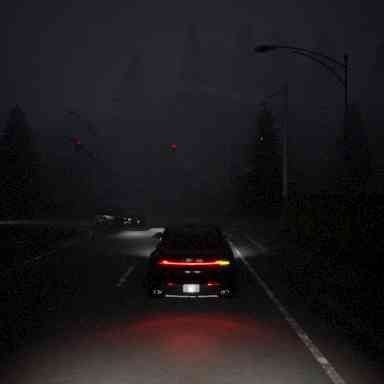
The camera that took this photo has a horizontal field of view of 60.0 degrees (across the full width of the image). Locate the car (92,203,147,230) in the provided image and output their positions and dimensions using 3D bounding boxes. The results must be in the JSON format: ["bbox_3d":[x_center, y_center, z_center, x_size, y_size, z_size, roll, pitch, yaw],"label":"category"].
[{"bbox_3d":[-4.725,1.507,21.342,1.837,1.490,4.892,5,-3,-42],"label":"car"}]

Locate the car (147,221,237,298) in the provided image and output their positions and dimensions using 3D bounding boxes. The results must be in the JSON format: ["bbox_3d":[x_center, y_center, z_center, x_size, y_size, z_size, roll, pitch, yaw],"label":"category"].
[{"bbox_3d":[0.028,1.505,8.477,1.837,1.490,4.892,0,0,1],"label":"car"}]
